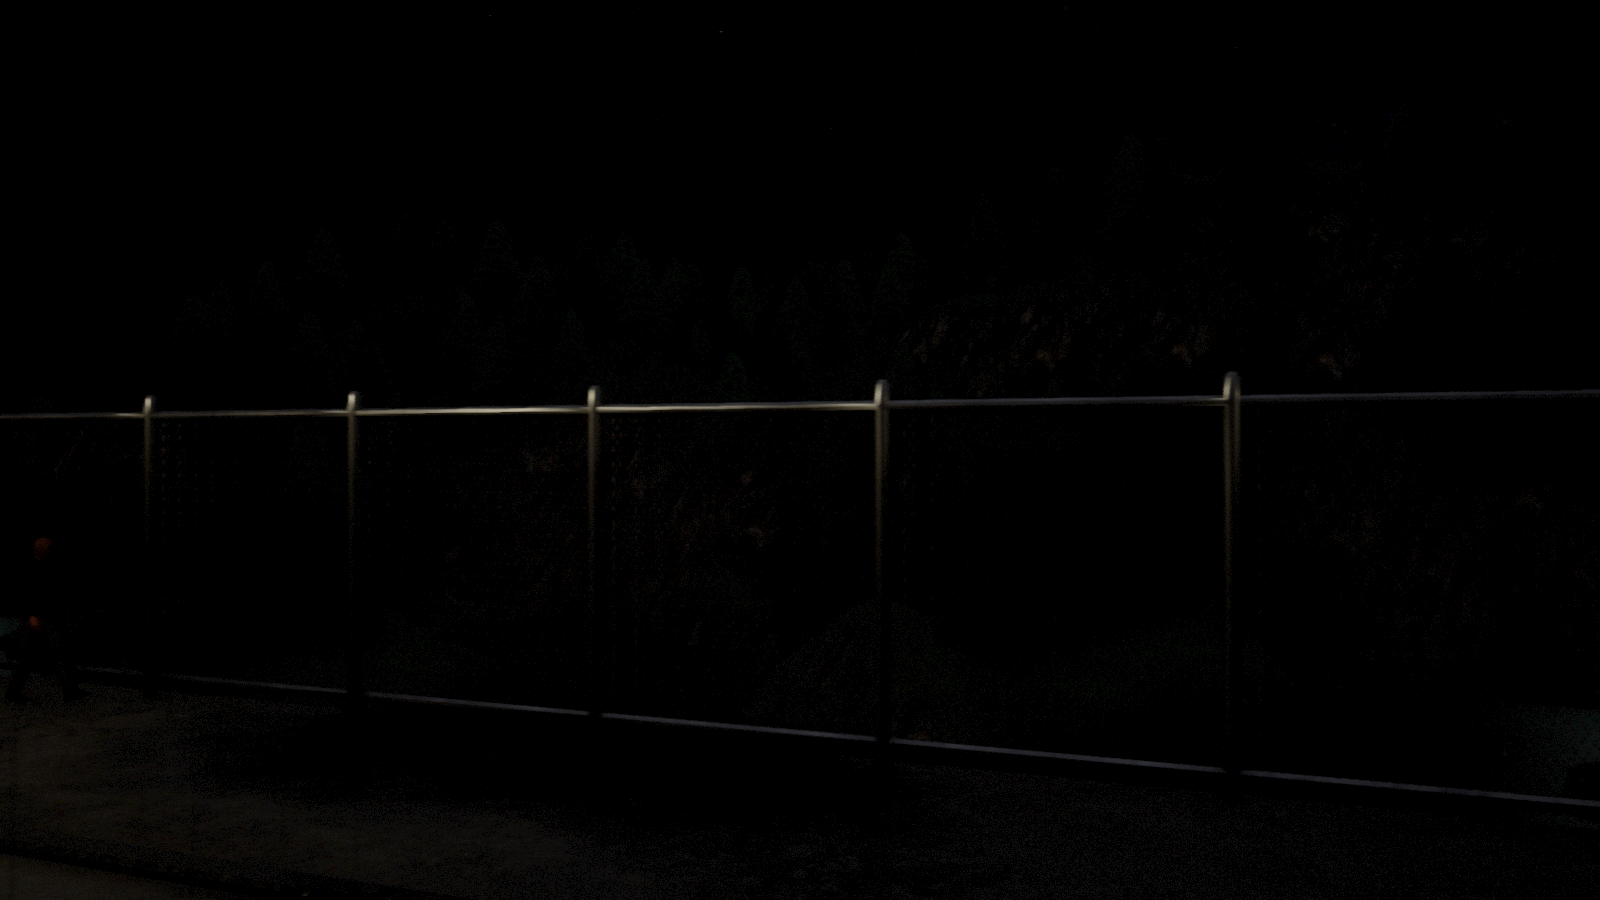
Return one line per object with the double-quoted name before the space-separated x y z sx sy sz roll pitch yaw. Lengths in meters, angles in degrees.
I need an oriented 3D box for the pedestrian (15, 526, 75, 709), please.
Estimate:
"pedestrian" -7.937 1.743 12.012 0.375 1.860 0.375 0 0 16
